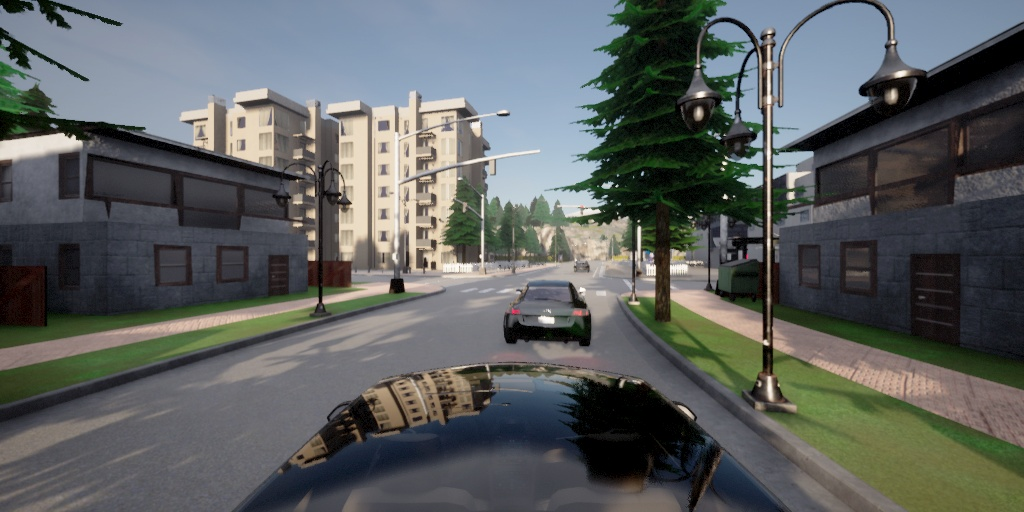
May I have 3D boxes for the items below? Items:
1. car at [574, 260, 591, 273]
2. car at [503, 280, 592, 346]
[{"bbox_3d":[8.799,1.274,44.997,2.128,1.511,4.902,0,0,14],"label":"car"},{"bbox_3d":[1.011,1.314,9.488,1.994,1.385,4.181,0,0,9],"label":"car"}]
